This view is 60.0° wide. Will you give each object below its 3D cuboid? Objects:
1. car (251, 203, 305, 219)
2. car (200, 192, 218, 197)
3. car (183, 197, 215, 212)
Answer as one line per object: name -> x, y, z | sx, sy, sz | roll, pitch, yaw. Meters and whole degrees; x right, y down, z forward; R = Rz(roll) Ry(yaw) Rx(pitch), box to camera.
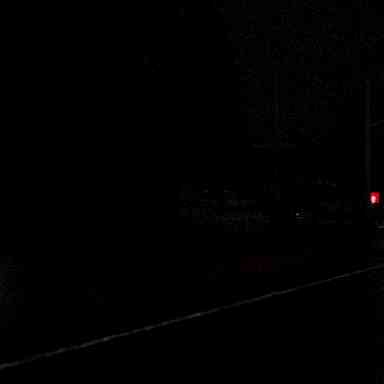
car -> 7.495, 1.616, 29.269 | 1.895, 1.301, 4.718 | 0, 0, -37
car -> 5.034, 1.113, 92.368 | 1.932, 1.855, 4.605 | 0, 0, -37
car -> 0.796, 1.579, 38.139 | 1.994, 1.385, 4.181 | 0, 0, -37
